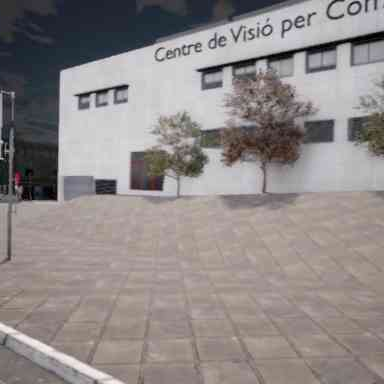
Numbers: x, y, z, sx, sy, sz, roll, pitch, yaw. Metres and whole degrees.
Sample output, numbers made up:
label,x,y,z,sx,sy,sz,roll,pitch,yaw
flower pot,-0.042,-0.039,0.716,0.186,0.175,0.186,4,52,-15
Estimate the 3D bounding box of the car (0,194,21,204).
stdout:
label,x,y,z,sx,sy,sz,roll,pitch,yaw
car,-26.663,0.918,47.368,1.994,1.385,4.181,2,0,33
